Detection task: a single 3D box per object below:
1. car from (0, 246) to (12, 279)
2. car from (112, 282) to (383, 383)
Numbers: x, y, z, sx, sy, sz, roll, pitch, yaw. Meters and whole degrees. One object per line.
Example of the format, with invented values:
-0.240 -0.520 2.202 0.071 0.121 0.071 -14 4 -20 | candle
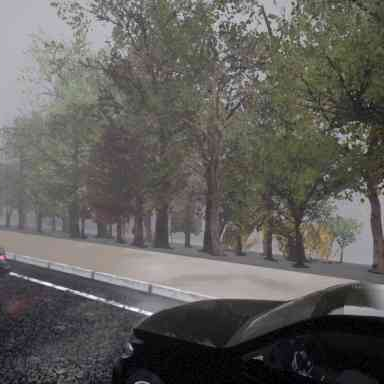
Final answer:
-6.705 1.548 8.523 5.357 1.411 2.033 0 0 36 | car
1.401 1.526 2.684 4.674 1.442 1.812 0 0 36 | car
